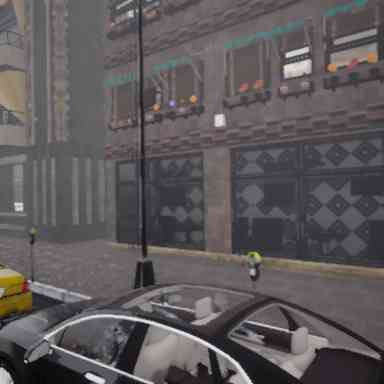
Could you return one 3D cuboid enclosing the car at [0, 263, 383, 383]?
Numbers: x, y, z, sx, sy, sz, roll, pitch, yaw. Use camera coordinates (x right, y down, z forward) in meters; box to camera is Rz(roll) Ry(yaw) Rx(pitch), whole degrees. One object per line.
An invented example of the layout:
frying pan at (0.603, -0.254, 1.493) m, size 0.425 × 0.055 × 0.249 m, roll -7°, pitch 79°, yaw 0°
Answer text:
car at (-0.229, 1.561, 3.053) m, size 4.403 × 1.369 × 2.008 m, roll 0°, pitch -1°, yaw 35°
